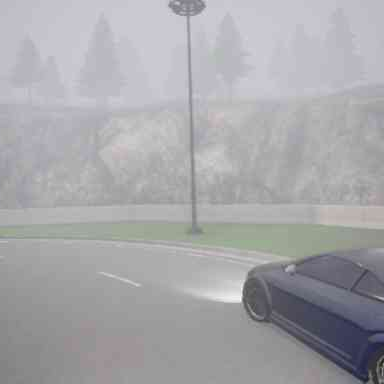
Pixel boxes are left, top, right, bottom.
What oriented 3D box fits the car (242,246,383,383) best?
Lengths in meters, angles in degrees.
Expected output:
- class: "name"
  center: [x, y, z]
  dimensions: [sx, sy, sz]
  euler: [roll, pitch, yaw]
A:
- class: "car"
  center: [2.393, 1.489, 4.802]
  dimensions: [1.994, 1.385, 4.181]
  euler: [-2, 0, -19]
